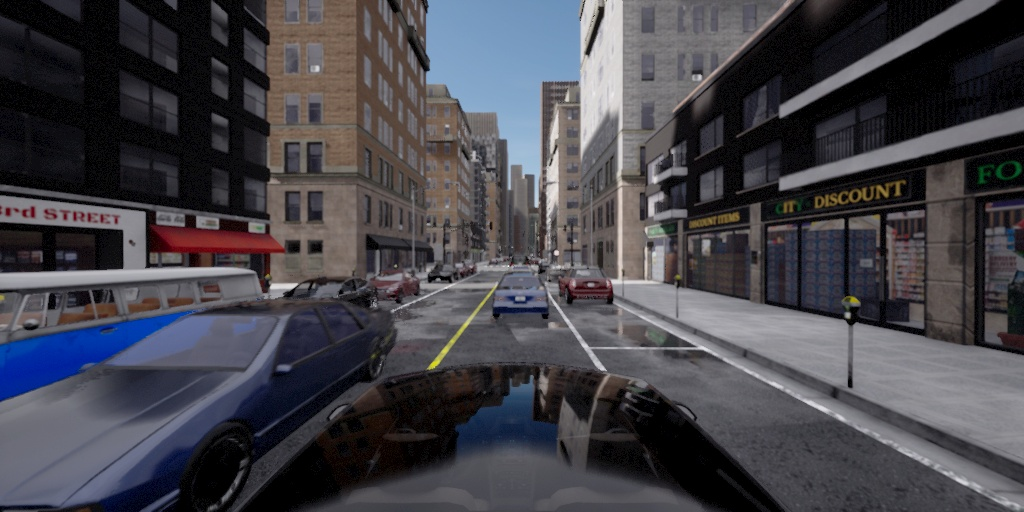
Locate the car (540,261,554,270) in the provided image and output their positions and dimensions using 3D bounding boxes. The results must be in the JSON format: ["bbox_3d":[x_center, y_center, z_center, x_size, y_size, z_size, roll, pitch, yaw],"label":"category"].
[{"bbox_3d":[3.416,1.241,27.042,2.007,1.370,4.403,0,0,1],"label":"car"}]

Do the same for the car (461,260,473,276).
[{"bbox_3d":[-4.979,1.261,32.741,1.802,1.307,4.207,0,0,1],"label":"car"}]

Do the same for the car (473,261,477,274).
[{"bbox_3d":[-4.850,1.107,38.241,1.967,1.591,4.097,0,0,1],"label":"car"}]

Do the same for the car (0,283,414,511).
[{"bbox_3d":[-3.068,1.291,4.418,2.033,1.411,5.357,0,0,1],"label":"car"}]

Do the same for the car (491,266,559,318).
[{"bbox_3d":[0.323,1.270,12.841,2.033,1.411,5.357,0,0,2],"label":"car"}]

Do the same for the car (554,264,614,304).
[{"bbox_3d":[3.161,1.155,16.043,1.967,1.591,4.097,0,0,1],"label":"car"}]

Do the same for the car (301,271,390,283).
[{"bbox_3d":[-5.491,1.294,10.741,1.948,1.339,4.313,0,0,1],"label":"car"}]

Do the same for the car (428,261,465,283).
[{"bbox_3d":[-5.106,1.256,27.241,1.948,1.339,4.313,0,0,1],"label":"car"}]

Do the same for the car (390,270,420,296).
[{"bbox_3d":[-5.363,1.297,16.241,1.802,1.307,4.207,0,0,1],"label":"car"}]

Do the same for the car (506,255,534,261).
[{"bbox_3d":[0.797,0.892,36.847,2.150,2.045,5.566,0,0,1],"label":"car"}]

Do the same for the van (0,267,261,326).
[{"bbox_3d":[-5.619,1.082,5.242,1.690,1.789,3.998,0,0,1],"label":"van"}]

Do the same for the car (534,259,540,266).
[{"bbox_3d":[3.673,1.233,38.042,1.948,1.339,4.313,0,0,1],"label":"car"}]

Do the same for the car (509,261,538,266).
[{"bbox_3d":[0.641,1.294,26.262,1.895,1.301,4.718,0,0,1],"label":"car"}]
